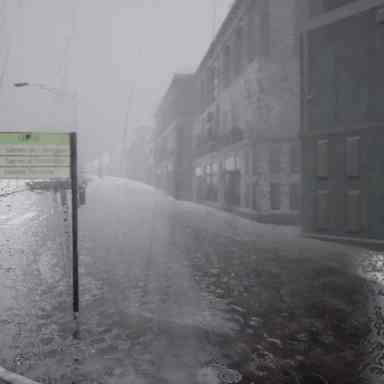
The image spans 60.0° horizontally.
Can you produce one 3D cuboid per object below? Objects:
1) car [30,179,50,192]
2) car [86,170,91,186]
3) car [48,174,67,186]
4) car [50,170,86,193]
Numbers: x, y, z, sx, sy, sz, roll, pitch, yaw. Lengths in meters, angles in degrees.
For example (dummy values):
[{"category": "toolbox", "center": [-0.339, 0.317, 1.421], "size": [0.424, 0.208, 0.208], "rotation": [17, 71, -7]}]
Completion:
[{"category": "car", "center": [-16.346, -0.881, 36.515], "size": [1.812, 1.442, 4.674], "rotation": [-1, 5, -12]}, {"category": "car", "center": [-15.391, -1.786, 45.647], "size": [2.097, 1.767, 4.553], "rotation": [-1, 5, -14]}, {"category": "car", "center": [-18.646, -1.735, 46.319], "size": [1.882, 1.535, 5.008], "rotation": [-1, 5, -14]}, {"category": "car", "center": [-13.011, -1.065, 35.236], "size": [2.150, 2.045, 5.566], "rotation": [-1, 5, -10]}]
